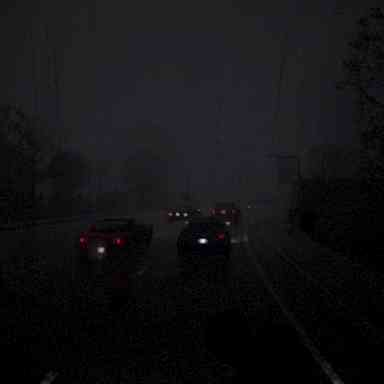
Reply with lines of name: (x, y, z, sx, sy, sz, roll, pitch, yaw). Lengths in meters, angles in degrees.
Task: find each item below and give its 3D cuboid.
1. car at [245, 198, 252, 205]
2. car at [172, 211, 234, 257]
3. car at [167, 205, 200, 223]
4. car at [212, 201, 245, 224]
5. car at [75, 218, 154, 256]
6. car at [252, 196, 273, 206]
car: (13.052, 2.180, 74.250, 1.882, 1.535, 5.008, 0, -1, 35)
car: (0.593, 1.694, 13.599, 1.994, 1.385, 4.181, 0, 0, 6)
car: (-0.537, 1.810, 28.169, 2.033, 1.411, 5.357, 0, -1, 13)
car: (2.900, 1.615, 27.474, 2.097, 1.767, 4.553, 0, -1, 13)
car: (-2.922, 1.726, 13.718, 1.895, 1.301, 4.718, 0, 0, 6)
car: (15.740, 1.916, 71.995, 2.150, 2.045, 5.566, 0, -1, 35)
